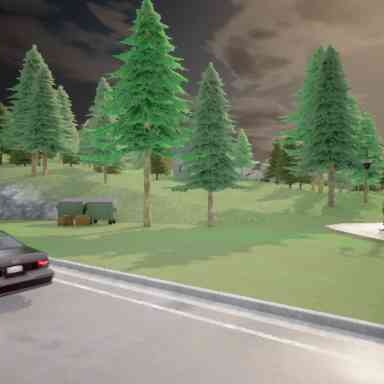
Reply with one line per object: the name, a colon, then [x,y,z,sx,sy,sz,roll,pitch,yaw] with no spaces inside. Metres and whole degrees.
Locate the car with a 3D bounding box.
car: [-5.475,1.547,7.899,5.357,1.411,2.033,0,0,35]
